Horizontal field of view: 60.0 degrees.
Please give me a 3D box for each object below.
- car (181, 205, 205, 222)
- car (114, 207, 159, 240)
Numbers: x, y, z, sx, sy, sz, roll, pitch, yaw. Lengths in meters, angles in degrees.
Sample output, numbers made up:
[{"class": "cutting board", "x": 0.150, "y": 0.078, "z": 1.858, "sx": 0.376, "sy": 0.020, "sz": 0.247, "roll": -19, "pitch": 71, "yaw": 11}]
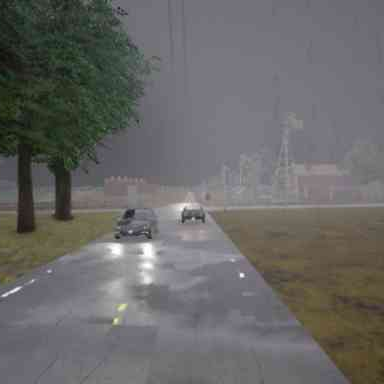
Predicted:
[{"class": "car", "x": 0.105, "y": 1.765, "z": 27.543, "sx": 1.895, "sy": 1.301, "sz": 4.718, "roll": 0, "pitch": 0, "yaw": 0}, {"class": "car", "x": -2.829, "y": 1.601, "z": 17.795, "sx": 1.837, "sy": 1.490, "sz": 4.892, "roll": 0, "pitch": 0, "yaw": 0}]
